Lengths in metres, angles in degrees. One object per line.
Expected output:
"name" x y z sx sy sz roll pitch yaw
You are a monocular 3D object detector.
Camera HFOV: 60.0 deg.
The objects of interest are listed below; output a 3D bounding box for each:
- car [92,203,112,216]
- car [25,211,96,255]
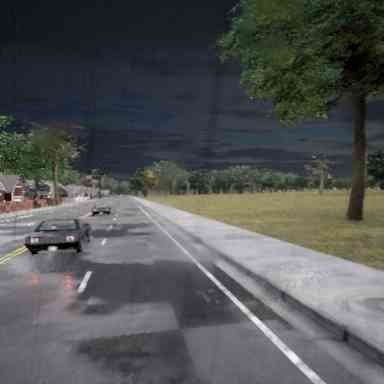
"car" -9.747 1.887 36.307 1.895 1.301 4.718 -1 0 -11
"car" -5.396 1.742 14.065 1.895 1.301 4.718 -1 0 -11
